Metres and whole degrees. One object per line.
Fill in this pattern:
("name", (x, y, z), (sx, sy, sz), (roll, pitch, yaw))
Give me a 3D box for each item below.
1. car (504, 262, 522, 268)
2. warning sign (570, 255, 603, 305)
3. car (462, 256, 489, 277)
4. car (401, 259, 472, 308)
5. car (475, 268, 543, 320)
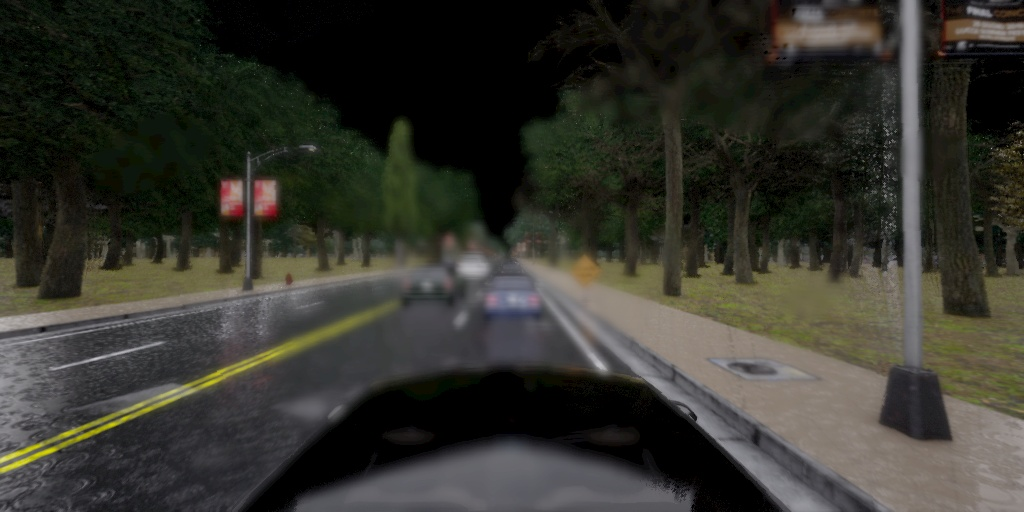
("car", (0.067, 1.400, 29.979), (1.895, 1.301, 4.718), (0, 0, 0))
("warning sign", (2.862, 0.895, 13.768), (1.300, 1.860, 1.060), (0, 0, 0))
("car", (-3.180, 1.023, 30.356), (2.150, 2.045, 5.566), (0, 0, 0))
("car", (-3.172, 1.134, 15.619), (2.097, 1.767, 4.553), (0, 0, 0))
("car", (0.054, 1.324, 12.711), (2.033, 1.411, 5.357), (0, 0, 0))
